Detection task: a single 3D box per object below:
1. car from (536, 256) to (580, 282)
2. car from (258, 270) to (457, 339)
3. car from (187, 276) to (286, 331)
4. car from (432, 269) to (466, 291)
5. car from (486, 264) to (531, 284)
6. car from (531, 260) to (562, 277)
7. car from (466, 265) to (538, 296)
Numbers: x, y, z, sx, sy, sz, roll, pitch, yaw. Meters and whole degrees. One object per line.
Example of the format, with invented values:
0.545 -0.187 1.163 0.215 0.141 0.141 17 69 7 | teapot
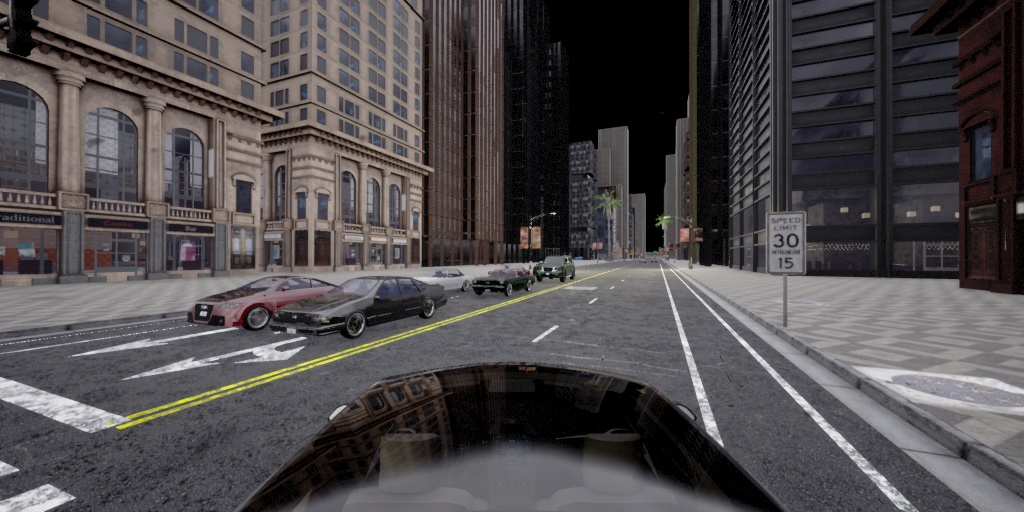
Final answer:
3.686 0.986 29.328 2.150 2.045 5.566 0 0 22 | car
-3.969 1.299 10.542 2.033 1.411 5.357 0 0 22 | car
-7.236 1.315 11.128 1.994 1.385 4.181 0 0 22 | car
-3.936 1.356 19.244 1.895 1.301 4.718 0 0 22 | car
-0.177 1.364 28.469 1.895 1.301 4.718 0 0 22 | car
3.708 1.250 37.907 1.882 1.535 5.008 0 0 23 | car
-0.352 1.357 19.423 1.895 1.301 4.718 0 0 22 | car
